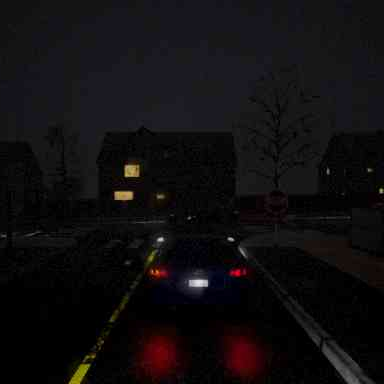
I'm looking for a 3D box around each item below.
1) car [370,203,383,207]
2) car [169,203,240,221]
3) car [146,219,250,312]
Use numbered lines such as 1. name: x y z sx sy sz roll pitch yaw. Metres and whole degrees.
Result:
1. car: 14.096 0.952 21.953 4.553 1.767 2.097 -1 1 0
2. car: 0.821 1.433 21.923 4.674 1.442 1.812 -1 1 0
3. car: 0.092 1.564 7.818 1.994 1.385 4.181 0 0 -1
